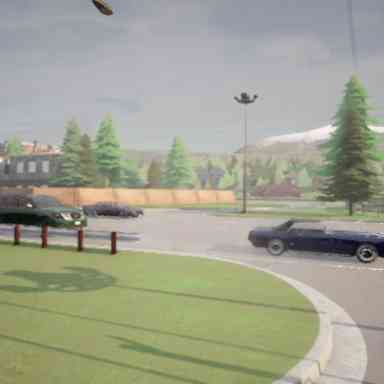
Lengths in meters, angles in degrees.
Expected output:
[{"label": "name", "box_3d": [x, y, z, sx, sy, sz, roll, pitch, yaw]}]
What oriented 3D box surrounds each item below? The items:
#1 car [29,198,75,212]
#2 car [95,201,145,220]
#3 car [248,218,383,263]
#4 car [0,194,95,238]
[{"label": "car", "box_3d": [-15.493, 1.392, 36.899, 4.181, 1.385, 1.994, 1, 0, 8]}, {"label": "car", "box_3d": [-6.647, 1.477, 27.845, 5.357, 1.411, 2.033, 1, 0, 22]}, {"label": "car", "box_3d": [4.554, 1.657, 12.121, 4.718, 1.301, 1.895, 1, 0, 22]}, {"label": "car", "box_3d": [-8.084, 1.131, 17.123, 5.566, 2.045, 2.150, 0, 0, 22]}]
